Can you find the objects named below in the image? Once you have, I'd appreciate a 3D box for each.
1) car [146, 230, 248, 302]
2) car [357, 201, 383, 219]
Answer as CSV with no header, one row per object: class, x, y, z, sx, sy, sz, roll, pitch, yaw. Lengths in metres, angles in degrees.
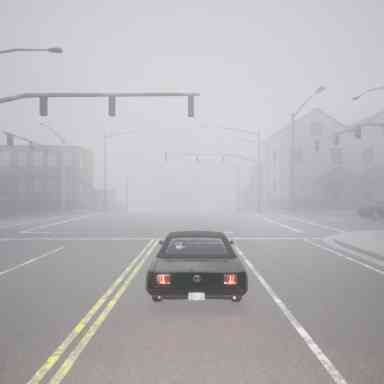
car,0.106,1.601,8.234,1.895,1.301,4.718,0,0,0
car,16.674,1.477,28.200,5.008,1.535,1.882,0,0,-1
